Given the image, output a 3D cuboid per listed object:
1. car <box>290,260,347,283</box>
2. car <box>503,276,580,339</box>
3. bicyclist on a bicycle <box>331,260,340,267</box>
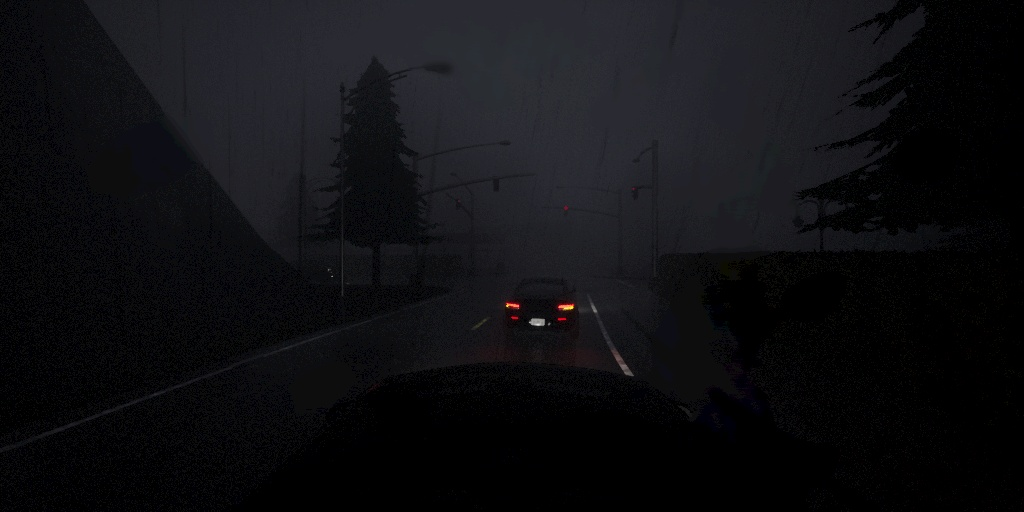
[{"bbox_3d":[-15.341,1.102,27.955,4.553,1.767,2.097,0,0,9],"label":"car"},{"bbox_3d":[0.921,1.276,10.097,1.812,1.442,4.674,0,0,9],"label":"car"},{"bbox_3d":[-17.361,1.203,35.377,0.582,1.620,1.656,0,0,8],"label":"bicyclist on a bicycle"}]
